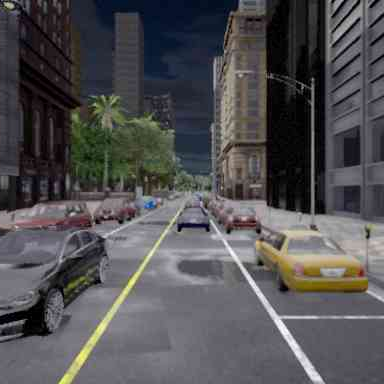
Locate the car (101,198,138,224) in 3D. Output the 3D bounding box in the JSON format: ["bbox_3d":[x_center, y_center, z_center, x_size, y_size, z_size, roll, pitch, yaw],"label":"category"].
[{"bbox_3d":[-5.768,1.366,24.947,2.192,1.841,5.009,0,0,0],"label":"car"}]

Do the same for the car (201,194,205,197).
[{"bbox_3d":[2.756,1.416,46.636,2.192,1.841,5.009,0,0,0],"label":"car"}]

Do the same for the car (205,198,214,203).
[{"bbox_3d":[2.758,1.627,35.785,2.008,1.369,4.403,0,0,0],"label":"car"}]

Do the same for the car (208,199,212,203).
[{"bbox_3d":[2.757,1.608,30.360,1.887,1.381,4.507,0,0,0],"label":"car"}]

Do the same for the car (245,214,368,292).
[{"bbox_3d":[2.759,1.542,8.830,1.752,1.417,4.829,0,0,0],"label":"car"}]

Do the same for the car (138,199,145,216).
[{"bbox_3d":[-5.767,1.608,30.372,1.887,1.381,4.507,0,0,0],"label":"car"}]

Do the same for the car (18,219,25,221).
[{"bbox_3d":[-5.766,1.598,8.669,1.802,1.307,4.206,0,0,0],"label":"car"}]

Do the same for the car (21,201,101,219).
[{"bbox_3d":[-5.767,1.342,14.095,2.192,1.841,5.009,0,0,0],"label":"car"}]

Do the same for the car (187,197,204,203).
[{"bbox_3d":[0.099,1.634,40.307,2.033,1.411,5.357,0,0,0],"label":"car"}]

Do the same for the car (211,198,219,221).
[{"bbox_3d":[2.757,1.490,24.935,1.967,1.590,4.097,0,0,0],"label":"car"}]

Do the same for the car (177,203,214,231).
[{"bbox_3d":[0.097,1.605,21.126,1.994,1.385,4.181,0,0,0],"label":"car"}]

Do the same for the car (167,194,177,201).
[{"bbox_3d":[-5.769,1.733,89.363,2.008,1.369,4.403,0,0,0],"label":"car"}]

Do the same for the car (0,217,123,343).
[{"bbox_3d":[-3.068,1.506,6.783,2.128,1.511,4.902,0,0,0],"label":"car"}]

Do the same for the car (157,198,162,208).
[{"bbox_3d":[-5.768,1.541,46.651,1.967,1.590,4.097,0,0,0],"label":"car"}]

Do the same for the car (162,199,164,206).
[{"bbox_3d":[-5.768,1.706,57.503,1.802,1.307,4.206,0,0,0],"label":"car"}]

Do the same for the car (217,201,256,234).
[{"bbox_3d":[2.758,1.479,19.510,1.967,1.590,4.097,0,0,0],"label":"car"}]

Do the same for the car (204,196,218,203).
[{"bbox_3d":[2.757,1.614,41.380,1.752,1.417,4.829,0,0,0],"label":"car"}]

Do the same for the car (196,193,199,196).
[{"bbox_3d":[2.756,1.748,89.343,1.947,1.339,4.313,0,0,0],"label":"car"}]

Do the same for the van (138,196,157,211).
[{"bbox_3d":[-5.769,1.430,41.225,1.690,1.788,3.998,0,0,0],"label":"van"}]

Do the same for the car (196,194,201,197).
[{"bbox_3d":[2.756,1.739,83.923,1.947,1.339,4.313,0,0,0],"label":"car"}]
